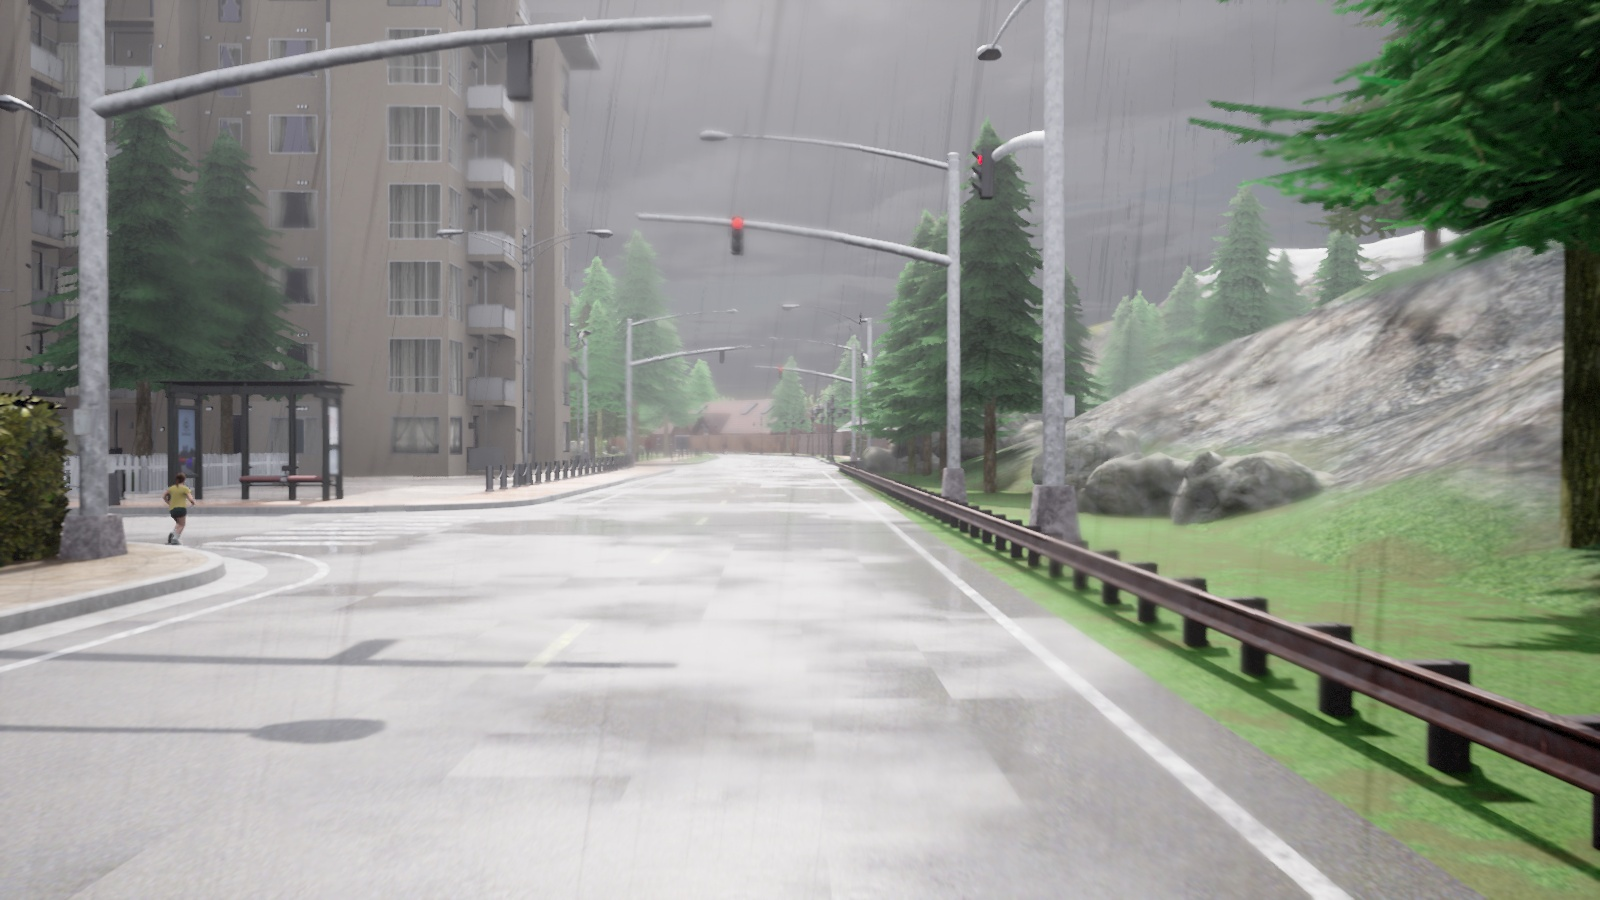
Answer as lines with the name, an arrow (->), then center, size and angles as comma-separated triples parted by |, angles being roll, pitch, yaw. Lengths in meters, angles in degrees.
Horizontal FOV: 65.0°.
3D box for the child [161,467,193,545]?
child -> -9.021, 0.801, 18.179 | 0.255, 1.110, 0.394 | 0, 0, 3
